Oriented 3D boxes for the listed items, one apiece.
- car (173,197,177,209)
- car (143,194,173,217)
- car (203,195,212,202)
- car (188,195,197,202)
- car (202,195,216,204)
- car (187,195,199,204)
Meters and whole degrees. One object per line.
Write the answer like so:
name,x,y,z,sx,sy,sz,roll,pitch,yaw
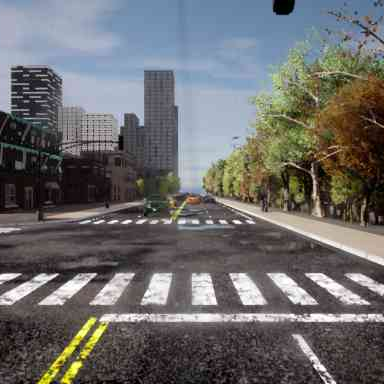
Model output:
car,-3.272,1.463,42.267,1.882,1.535,5.008,0,0,0
car,-3.293,1.211,32.085,2.150,2.045,5.566,0,0,0
car,3.364,1.470,73.109,1.837,1.490,4.892,0,0,0
car,0.126,1.448,72.843,1.882,1.535,5.008,0,0,0
car,3.450,1.539,63.153,1.994,1.385,4.181,0,0,0
car,0.195,1.328,63.022,2.097,1.767,4.553,0,0,0
